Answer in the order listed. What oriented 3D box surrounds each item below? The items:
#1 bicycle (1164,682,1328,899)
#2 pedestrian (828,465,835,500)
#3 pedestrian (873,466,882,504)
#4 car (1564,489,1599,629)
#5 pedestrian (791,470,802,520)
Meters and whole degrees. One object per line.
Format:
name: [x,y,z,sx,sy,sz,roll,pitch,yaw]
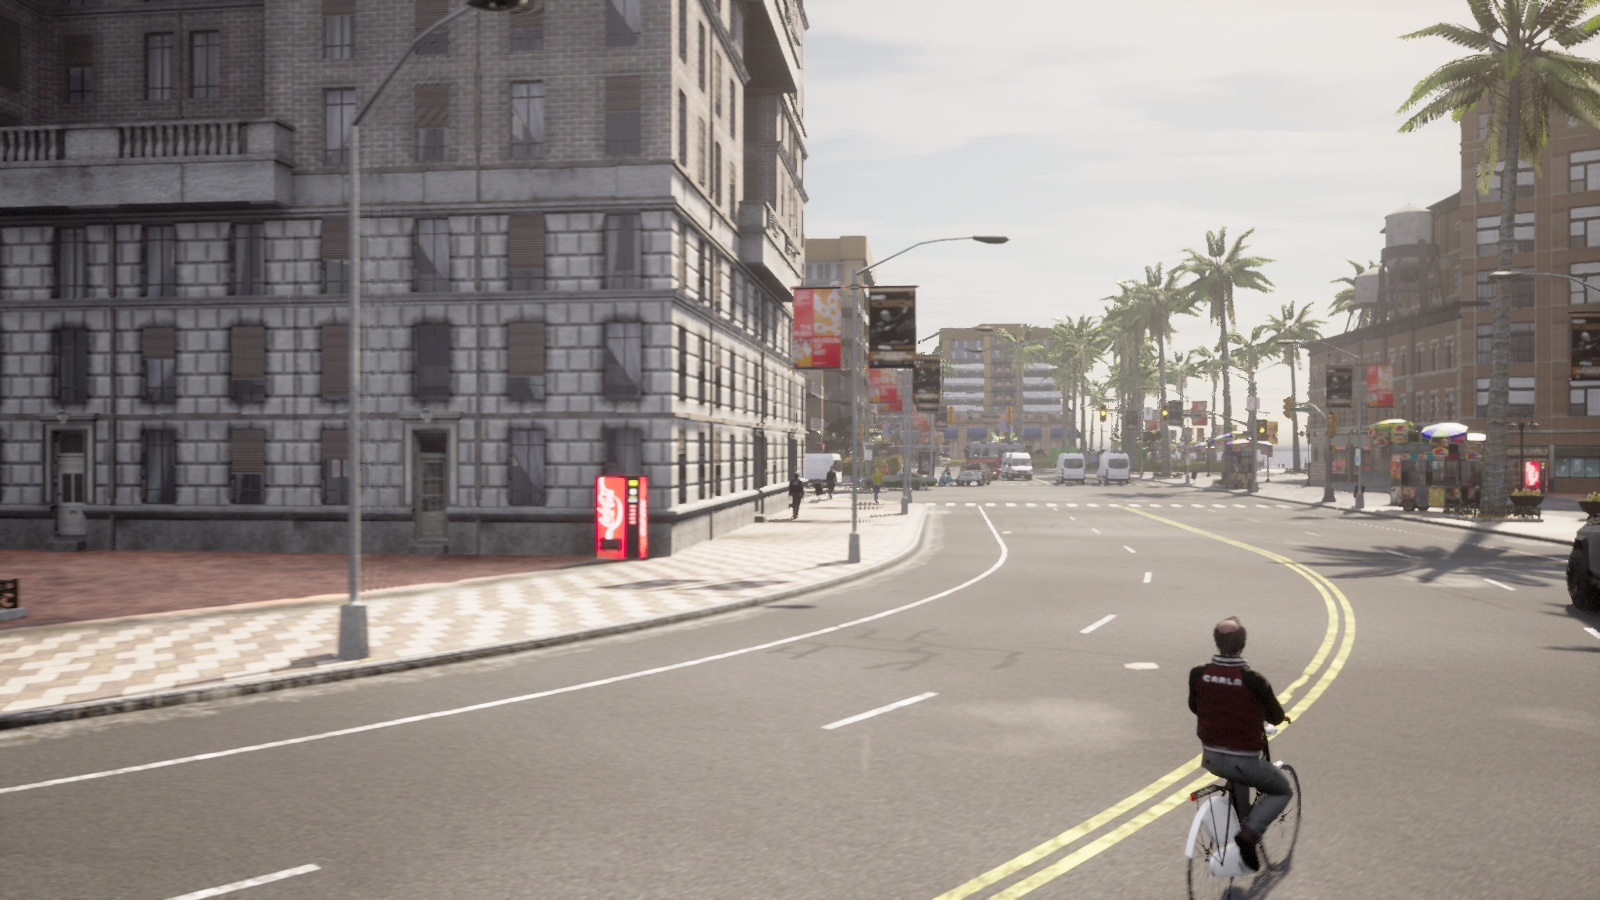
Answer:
bicycle: [2.848,2.211,7.195,0.329,1.171,1.835,0,0,42]
pedestrian: [1.663,1.709,60.471,0.375,1.860,0.375,0,0,4]
pedestrian: [3.797,1.706,56.109,0.375,1.860,0.375,0,0,-8]
car: [13.710,1.755,17.601,2.390,2.098,6.274,0,0,26]
pedestrian: [-0.149,1.704,43.443,0.375,1.860,0.375,0,0,8]
